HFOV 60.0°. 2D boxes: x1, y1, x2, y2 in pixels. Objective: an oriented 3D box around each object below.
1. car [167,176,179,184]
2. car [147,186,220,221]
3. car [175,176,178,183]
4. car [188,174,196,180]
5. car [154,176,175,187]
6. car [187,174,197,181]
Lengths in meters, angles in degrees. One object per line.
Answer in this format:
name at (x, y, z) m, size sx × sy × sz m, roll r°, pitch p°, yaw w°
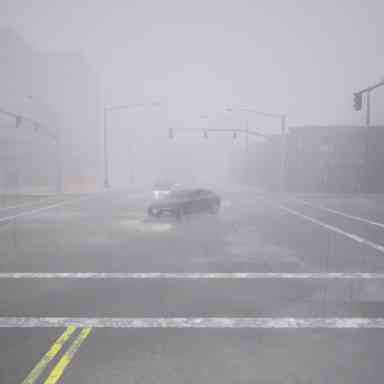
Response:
car at (-3.549, -2.281, 61.457) m, size 1.895 × 1.301 × 4.718 m, roll 0°, pitch 4°, yaw 0°
car at (-0.327, 0.563, 17.943) m, size 1.837 × 1.490 × 4.892 m, roll 0°, pitch 3°, yaw 38°
car at (-3.580, -1.694, 51.338) m, size 1.837 × 1.490 × 4.892 m, roll 0°, pitch 4°, yaw 0°
car at (0.022, -3.701, 80.733) m, size 2.033 × 1.411 × 5.357 m, roll 0°, pitch 4°, yaw 0°
car at (-3.587, -0.965, 41.432) m, size 1.994 × 1.385 × 4.181 m, roll 0°, pitch 4°, yaw 0°
car at (0.020, -2.975, 70.906) m, size 1.994 × 1.385 × 4.181 m, roll 0°, pitch 4°, yaw 0°
